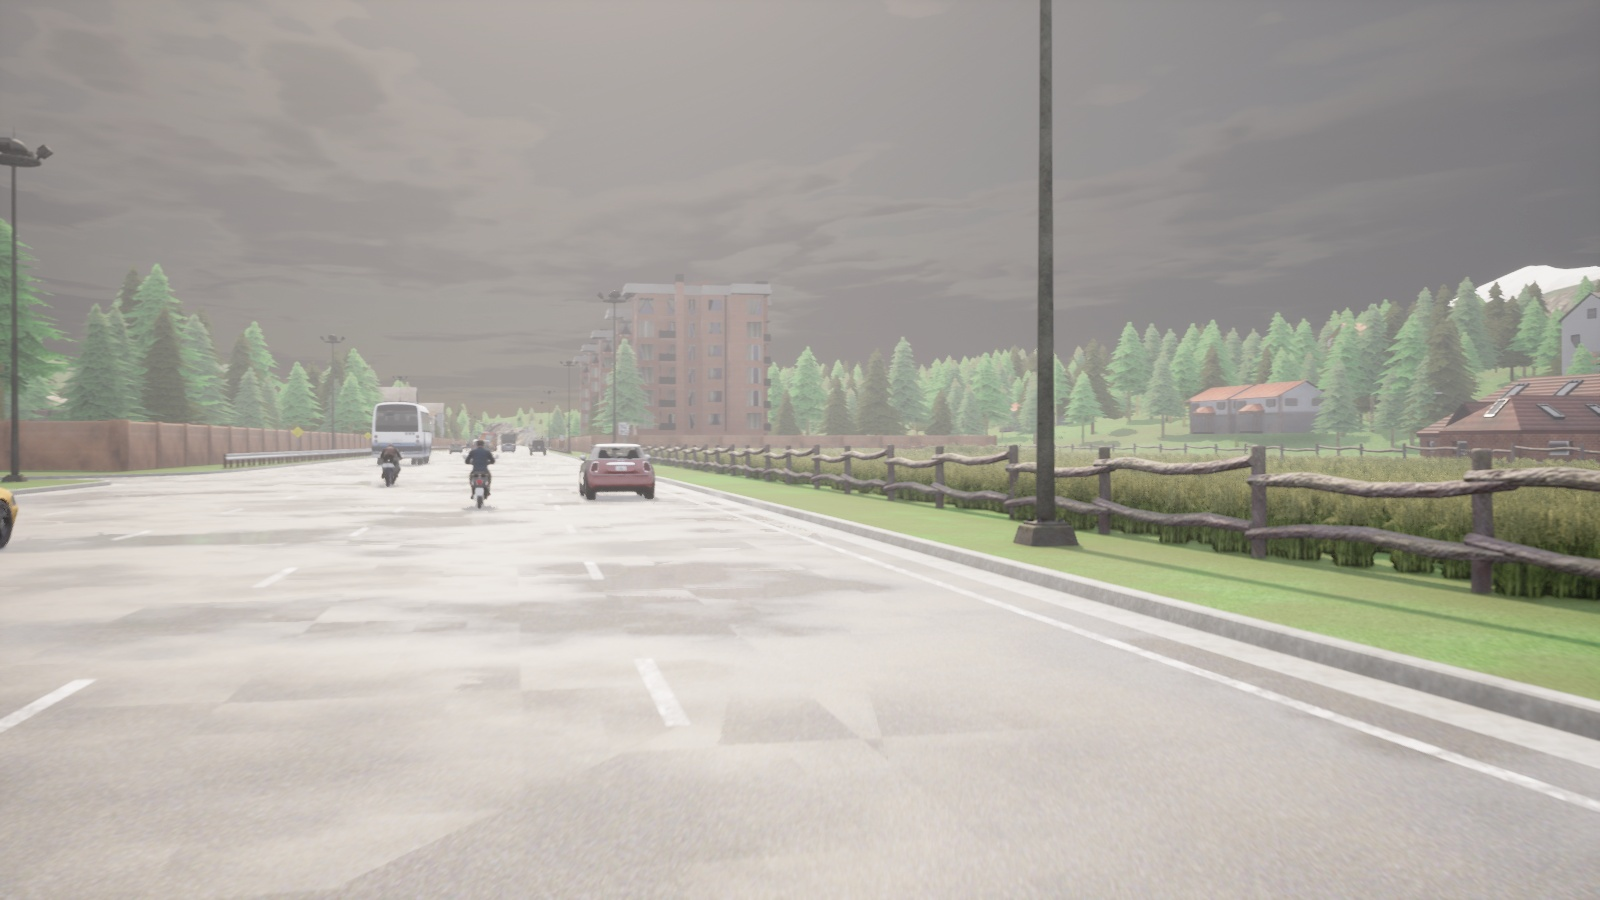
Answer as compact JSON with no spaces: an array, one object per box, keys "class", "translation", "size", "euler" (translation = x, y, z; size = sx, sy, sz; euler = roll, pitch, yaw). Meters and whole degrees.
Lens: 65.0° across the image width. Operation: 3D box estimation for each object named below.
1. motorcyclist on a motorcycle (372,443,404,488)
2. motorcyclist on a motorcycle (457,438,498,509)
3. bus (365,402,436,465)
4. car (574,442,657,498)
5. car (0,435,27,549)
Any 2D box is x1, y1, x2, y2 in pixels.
[{"class":"motorcyclist on a motorcycle","translation":[-14.459,0.522,44.121],"size":[0.866,1.530,2.191],"euler":[0,0,-13]},{"class":"motorcyclist on a motorcycle","translation":[-7.523,0.529,29.343],"size":[0.866,1.590,1.817],"euler":[0,0,-13]},{"class":"bus","translation":[-28.299,-1.154,89.388],"size":[3.944,4.253,10.273],"euler":[0,0,-13]},{"class":"car","translation":[-5.159,0.513,34.750],"size":[1.970,1.475,3.806],"euler":[0,0,-13]},{"class":"car","translation":[-11.592,0.588,15.518],"size":[1.801,1.575,5.366],"euler":[0,0,-12]}]
